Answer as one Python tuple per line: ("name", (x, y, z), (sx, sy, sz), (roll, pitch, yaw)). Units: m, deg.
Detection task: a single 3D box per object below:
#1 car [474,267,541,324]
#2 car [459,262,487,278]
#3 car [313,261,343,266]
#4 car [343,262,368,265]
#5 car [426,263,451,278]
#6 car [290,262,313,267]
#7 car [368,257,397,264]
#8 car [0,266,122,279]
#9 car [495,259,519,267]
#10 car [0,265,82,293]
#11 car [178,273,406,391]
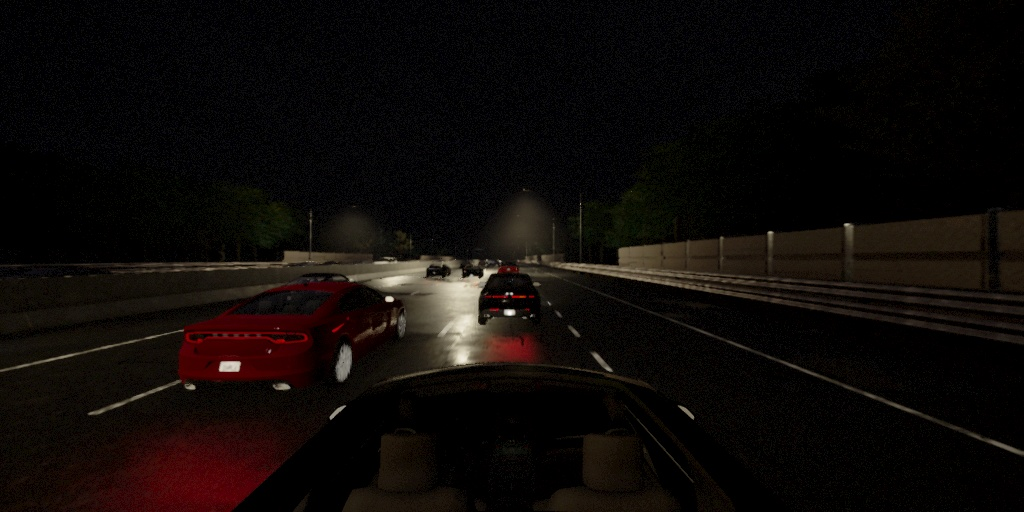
("car", (-0.087, 1.304, 12.203), (1.837, 1.490, 4.892), (0, 0, -1))
("car", (-3.843, 1.541, 36.170), (1.895, 1.301, 4.718), (0, 0, -1))
("car", (-25.040, 1.466, 49.834), (1.837, 1.490, 4.892), (0, -1, 0))
("car", (-21.536, 1.537, 51.222), (2.033, 1.411, 5.357), (0, -1, 0))
("car", (-7.342, 1.414, 36.118), (2.128, 1.511, 4.902), (0, 0, -1))
("car", (-28.526, 1.487, 49.773), (2.033, 1.411, 5.357), (0, -1, 0))
("car", (-18.043, 1.221, 51.163), (2.150, 2.045, 5.566), (0, 0, 0))
("car", (-24.680, 1.264, 19.559), (2.033, 1.411, 5.357), (0, 0, 0))
("car", (-0.343, 1.309, 36.139), (2.097, 1.767, 4.553), (0, 0, -1))
("car", (-28.179, 1.248, 19.941), (2.033, 1.411, 5.357), (0, 0, 0))
("car", (-3.530, 1.233, 6.931), (1.882, 1.535, 5.008), (0, 0, -1))
